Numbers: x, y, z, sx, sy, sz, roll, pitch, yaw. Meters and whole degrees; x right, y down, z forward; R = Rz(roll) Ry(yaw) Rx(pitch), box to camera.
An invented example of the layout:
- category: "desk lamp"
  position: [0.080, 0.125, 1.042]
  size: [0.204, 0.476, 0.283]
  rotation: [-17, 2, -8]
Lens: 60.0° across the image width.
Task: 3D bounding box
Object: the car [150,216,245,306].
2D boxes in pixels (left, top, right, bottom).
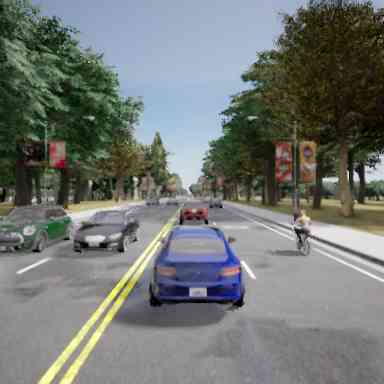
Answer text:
- category: "car"
  position: [0.108, 1.539, 7.946]
  size: [1.812, 1.442, 4.674]
  rotation: [0, 0, 0]

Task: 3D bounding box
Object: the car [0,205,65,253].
- category: "car"
  position: [-6.581, 1.371, 13.740]
  size: [2.097, 1.767, 4.553]
  rotation: [0, 0, 0]

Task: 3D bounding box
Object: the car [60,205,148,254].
- category: "car"
  position: [-3.330, 1.513, 13.781]
  size: [2.128, 1.511, 4.902]
  rotation: [0, 0, 0]

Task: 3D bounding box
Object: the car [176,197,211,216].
- category: "car"
  position: [0.136, 1.403, 25.732]
  size: [2.097, 1.767, 4.553]
  rotation: [0, 0, 0]

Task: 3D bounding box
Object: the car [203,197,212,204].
- category: "car"
  position: [3.359, 1.831, 73.335]
  size: [1.895, 1.301, 4.718]
  rotation: [0, 0, 0]

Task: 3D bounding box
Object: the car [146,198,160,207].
- category: "car"
  position: [-6.472, 1.692, 55.412]
  size: [2.033, 1.411, 5.357]
  rotation: [0, 0, 1]

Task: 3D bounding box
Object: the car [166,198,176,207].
- category: "car"
  position: [-3.228, 1.673, 55.406]
  size: [1.812, 1.442, 4.674]
  rotation: [0, 0, 1]

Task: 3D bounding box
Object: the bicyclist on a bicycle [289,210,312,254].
- category: "bicyclist on a bicycle"
  position: [4.179, 1.462, 12.600]
  size: [0.866, 1.612, 1.509]
  rotation: [0, 0, 0]

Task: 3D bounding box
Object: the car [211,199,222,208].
- category: "car"
  position: [3.421, 1.677, 49.182]
  size: [2.033, 1.411, 5.357]
  rotation: [0, 0, 0]
